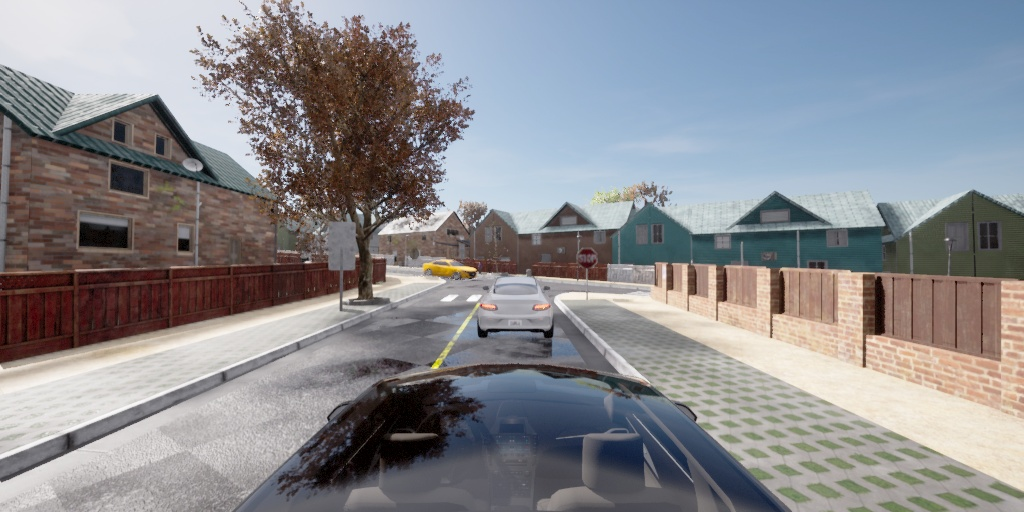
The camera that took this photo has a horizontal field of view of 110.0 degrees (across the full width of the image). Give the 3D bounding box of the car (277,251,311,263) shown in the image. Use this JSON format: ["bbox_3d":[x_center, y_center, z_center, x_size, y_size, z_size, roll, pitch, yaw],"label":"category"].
[{"bbox_3d":[-26.042,0.399,42.887,4.718,1.301,1.895,2,0,32],"label":"car"}]

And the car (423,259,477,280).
[{"bbox_3d":[-5.164,1.093,29.798,5.008,1.535,1.882,3,1,32],"label":"car"}]

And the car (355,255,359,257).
[{"bbox_3d":[-15.519,0.672,36.295,5.008,1.535,1.882,2,0,32],"label":"car"}]

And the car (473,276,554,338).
[{"bbox_3d":[0.116,1.280,10.066,1.812,1.442,4.674,0,0,1],"label":"car"}]

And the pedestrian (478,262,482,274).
[{"bbox_3d":[-3.147,1.121,35.458,0.375,1.300,0.375,-1,-5,32],"label":"pedestrian"}]

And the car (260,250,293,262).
[{"bbox_3d":[-33.443,0.017,50.871,5.008,1.535,1.882,2,0,32],"label":"car"}]
